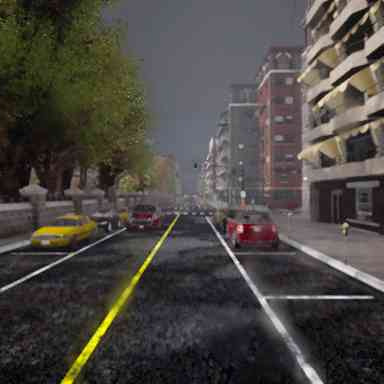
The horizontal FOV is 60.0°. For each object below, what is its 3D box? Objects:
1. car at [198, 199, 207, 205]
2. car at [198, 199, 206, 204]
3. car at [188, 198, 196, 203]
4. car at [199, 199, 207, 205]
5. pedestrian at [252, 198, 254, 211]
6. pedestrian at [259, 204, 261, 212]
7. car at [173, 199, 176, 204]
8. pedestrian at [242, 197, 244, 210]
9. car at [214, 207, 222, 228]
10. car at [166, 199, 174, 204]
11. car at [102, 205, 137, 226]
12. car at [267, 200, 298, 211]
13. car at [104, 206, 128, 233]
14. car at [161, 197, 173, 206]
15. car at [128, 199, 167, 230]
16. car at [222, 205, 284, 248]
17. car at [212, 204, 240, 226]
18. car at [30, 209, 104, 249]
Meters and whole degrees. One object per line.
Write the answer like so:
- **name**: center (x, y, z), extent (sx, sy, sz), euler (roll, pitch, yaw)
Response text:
- **car**: center (2.669, 2.290, 76.048), extent (1.752, 1.417, 4.829), euler (0, -1, 0)
- **car**: center (2.667, 2.433, 86.948), extent (2.008, 1.369, 4.403), euler (0, -1, 0)
- **car**: center (-0.021, 2.444, 91.485), extent (1.994, 1.385, 4.181), euler (0, -1, 0)
- **car**: center (2.668, 2.367, 81.413), extent (1.887, 1.381, 4.507), euler (0, -1, 0)
- **pedestrian**: center (7.126, 1.598, 38.968), extent (0.375, 1.860, 0.375), euler (0, 0, 0)
- **pedestrian**: center (8.126, 2.039, 39.566), extent (0.375, 1.300, 0.375), euler (0, 0, 0)
- **car**: center (-5.713, 2.262, 81.412), extent (1.967, 1.590, 4.097), euler (0, -1, 0)
- **pedestrian**: center (6.125, 1.537, 40.168), extent (0.375, 1.860, 0.375), euler (0, 0, 0)
- **car**: center (2.684, 1.768, 21.149), extent (1.947, 1.339, 4.313), euler (0, -1, 0)
- **car**: center (-5.713, 2.427, 86.946), extent (1.887, 1.381, 4.507), euler (0, -1, 0)
- **car**: center (-5.699, 1.782, 26.607), extent (1.752, 1.417, 4.829), euler (0, -1, 0)
- **car**: center (14.602, 2.120, 53.773), extent (5.009, 1.841, 2.192), euler (1, -1, 0)
- **car**: center (-5.697, 1.753, 21.146), extent (2.008, 1.369, 4.403), euler (0, -1, 0)
- **car**: center (-5.710, 2.019, 70.343), extent (2.192, 1.841, 5.009), euler (0, -1, 0)
- **car**: center (-3.098, 1.568, 22.607), extent (2.097, 1.767, 4.553), euler (0, -1, 0)
- **car**: center (2.684, 1.588, 15.519), extent (1.967, 1.590, 4.097), euler (0, -1, 0)
- **car**: center (2.682, 1.785, 26.950), extent (1.752, 1.417, 4.829), euler (0, -1, 0)
- **car**: center (-5.696, 1.671, 15.346), extent (1.752, 1.417, 4.829), euler (0, -1, 0)
